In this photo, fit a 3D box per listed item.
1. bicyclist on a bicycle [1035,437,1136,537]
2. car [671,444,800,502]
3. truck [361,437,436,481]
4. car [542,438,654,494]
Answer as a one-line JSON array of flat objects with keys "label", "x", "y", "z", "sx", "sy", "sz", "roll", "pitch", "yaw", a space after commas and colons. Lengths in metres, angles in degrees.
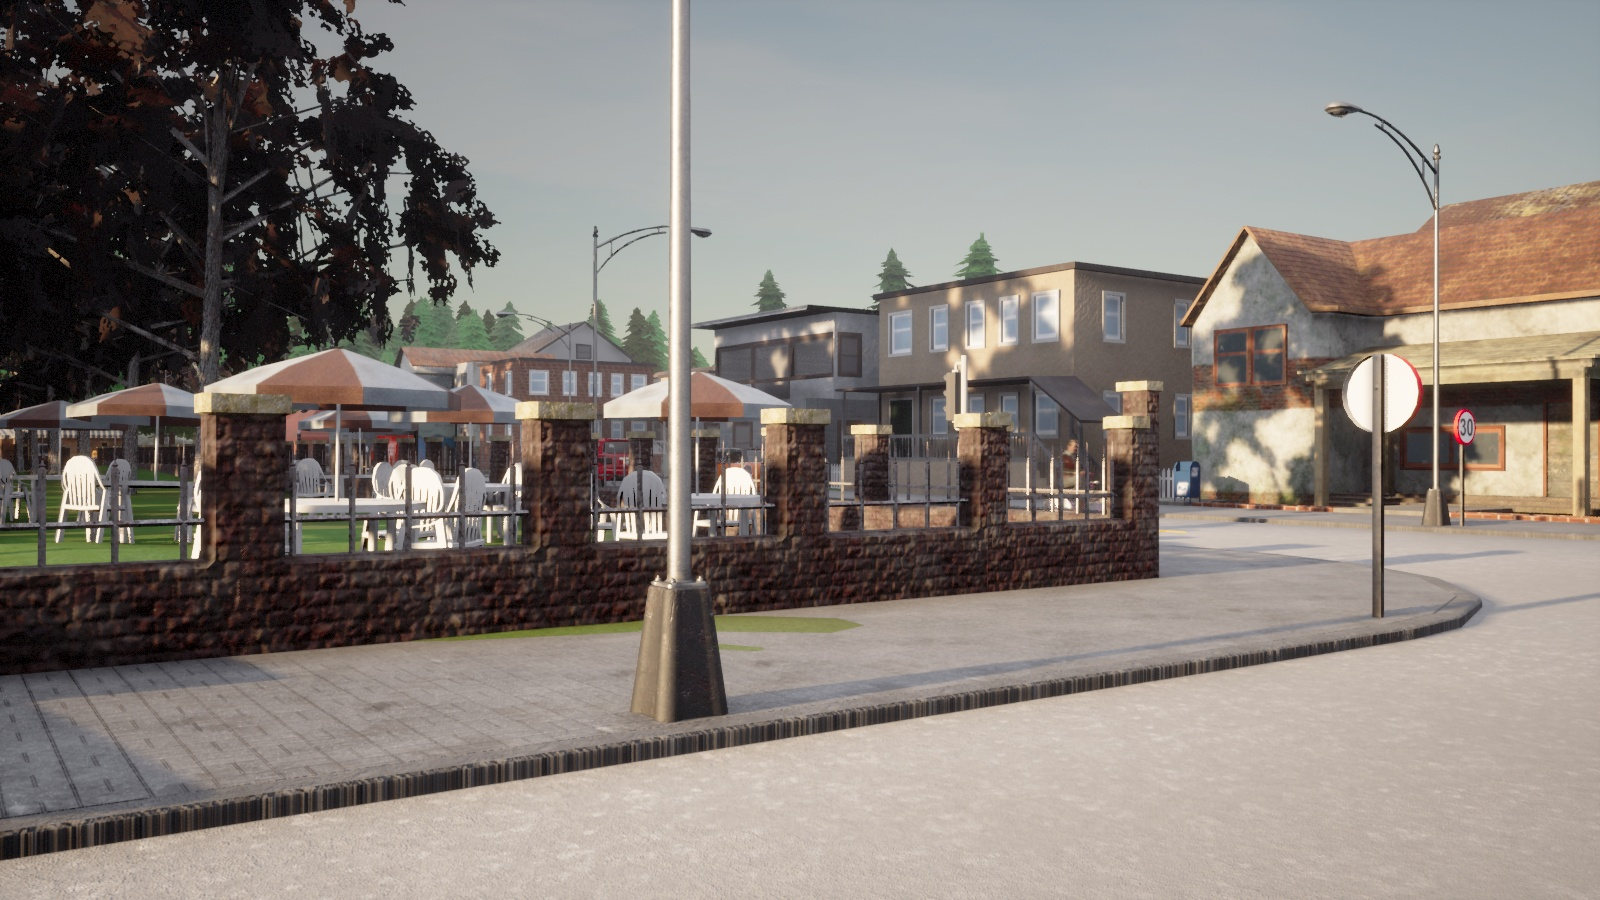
[{"label": "bicyclist on a bicycle", "x": 5.257, "y": 0.661, "z": 23.233, "sx": 0.659, "sy": 1.776, "sz": 1.843, "roll": 0, "pitch": 0, "yaw": -35}, {"label": "car", "x": -2.155, "y": 0.708, "z": 40.806, "sx": 2.097, "sy": 1.767, "sz": 4.553, "roll": 0, "pitch": 0, "yaw": -35}, {"label": "truck", "x": -23.483, "y": 0.487, "z": 73.374, "sx": 2.627, "sy": 2.467, "sz": 5.204, "roll": 0, "pitch": 0, "yaw": -37}, {"label": "car", "x": -7.976, "y": 0.601, "z": 49.126, "sx": 2.150, "sy": 2.045, "sz": 5.566, "roll": 0, "pitch": 0, "yaw": -35}]
